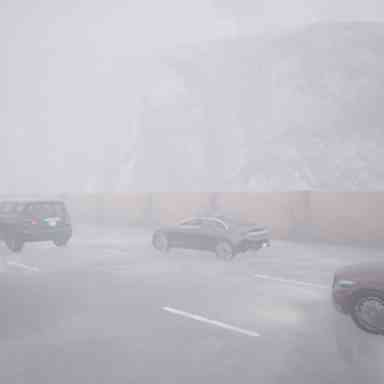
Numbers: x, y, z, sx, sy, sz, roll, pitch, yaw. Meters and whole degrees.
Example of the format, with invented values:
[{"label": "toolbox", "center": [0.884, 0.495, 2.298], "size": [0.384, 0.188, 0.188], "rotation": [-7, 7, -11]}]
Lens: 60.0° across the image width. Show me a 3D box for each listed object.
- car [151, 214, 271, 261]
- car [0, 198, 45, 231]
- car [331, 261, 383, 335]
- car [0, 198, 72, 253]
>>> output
[{"label": "car", "center": [0.539, 1.593, 12.714], "size": [4.902, 1.511, 2.128], "rotation": [0, -1, 38]}, {"label": "car", "center": [-12.845, 1.446, 23.613], "size": [5.566, 2.045, 2.150], "rotation": [-1, -1, 39]}, {"label": "car", "center": [4.658, 1.554, 5.125], "size": [4.674, 1.442, 1.812], "rotation": [-1, -1, 35]}, {"label": "car", "center": [-7.507, 1.359, 14.712], "size": [5.566, 2.045, 2.150], "rotation": [-1, -1, 40]}]
